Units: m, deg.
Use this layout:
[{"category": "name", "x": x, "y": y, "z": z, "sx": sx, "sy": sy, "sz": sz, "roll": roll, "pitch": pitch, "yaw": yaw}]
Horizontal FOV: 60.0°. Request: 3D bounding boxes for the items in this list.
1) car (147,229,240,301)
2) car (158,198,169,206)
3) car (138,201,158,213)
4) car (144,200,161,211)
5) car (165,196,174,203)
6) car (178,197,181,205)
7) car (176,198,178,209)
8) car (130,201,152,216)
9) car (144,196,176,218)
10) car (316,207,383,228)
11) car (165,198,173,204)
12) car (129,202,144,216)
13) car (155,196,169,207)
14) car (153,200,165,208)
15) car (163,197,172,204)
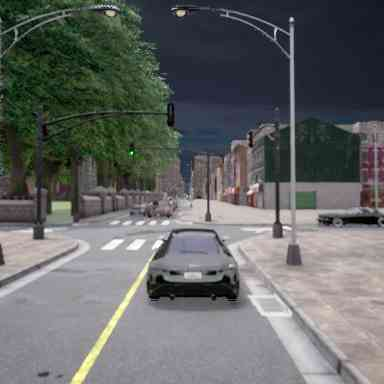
[{"category": "car", "x": 0.037, "y": 1.622, "z": 8.554, "sx": 1.994, "sy": 1.385, "sz": 4.181, "roll": 0, "pitch": 0, "yaw": 0}, {"category": "car", "x": -5.872, "y": 2.001, "z": 69.875, "sx": 1.967, "sy": 1.590, "sz": 4.097, "roll": 1, "pitch": -1, "yaw": -1}, {"category": "car", "x": -5.610, "y": 1.861, "z": 42.625, "sx": 2.008, "sy": 1.369, "sz": 4.403, "roll": 1, "pitch": 0, "yaw": -1}, {"category": "car", "x": -5.663, "y": 1.921, "z": 48.075, "sx": 1.947, "sy": 1.339, "sz": 4.313, "roll": 1, "pitch": 0, "yaw": -1}, {"category": "car", "x": -6.081, "y": 2.121, "z": 91.676, "sx": 2.192, "sy": 1.841, "sz": 5.009, "roll": 1, "pitch": -1, "yaw": -1}, {"category": "car", "x": -3.180, "y": 1.907, "z": 53.329, "sx": 1.837, "sy": 1.490, "sz": 4.892, "roll": 0, "pitch": -1, "yaw": -1}, {"category": "car", "x": -3.077, "y": 1.839, "z": 42.969, "sx": 1.812, "sy": 1.442, "sz": 4.674, "roll": 0, "pitch": 0, "yaw": 0}, {"category": "car", "x": -5.611, "y": 1.795, "z": 37.464, "sx": 1.752, "sy": 1.417, "sz": 4.829, "roll": 1, "pitch": 0, "yaw": -1}, {"category": "car", "x": -3.058, "y": 1.585, "z": 32.788, "sx": 2.097, "sy": 1.767, "sz": 4.553, "roll": 0, "pitch": 0, "yaw": 1}, {"category": "car", "x": 10.869, "y": 1.691, "z": 22.178, "sx": 4.718, "sy": 1.301, "sz": 1.895, "roll": -1, "pitch": -2, "yaw": 0}, {"category": "car", "x": -6.030, "y": 2.265, "z": 86.054, "sx": 1.752, "sy": 1.417, "sz": 4.829, "roll": 1, "pitch": -1, "yaw": -1}, {"category": "car", "x": -5.568, "y": 1.805, "z": 35.490, "sx": 2.008, "sy": 1.369, "sz": 4.403, "roll": 1, "pitch": 0, "yaw": -1}, {"category": "car", "x": -5.816, "y": 1.821, "z": 64.426, "sx": 2.192, "sy": 1.841, "sz": 5.009, "roll": 1, "pitch": -1, "yaw": -1}, {"category": "car", "x": -5.769, "y": 2.035, "z": 58.974, "sx": 1.802, "sy": 1.307, "sz": 4.206, "roll": 1, "pitch": -1, "yaw": -1}, {"category": "car", "x": -5.977, "y": 2.119, "z": 80.774, "sx": 1.967, "sy": 1.590, "sz": 4.097, "roll": 1, "pitch": -1, "yaw": -1}]
